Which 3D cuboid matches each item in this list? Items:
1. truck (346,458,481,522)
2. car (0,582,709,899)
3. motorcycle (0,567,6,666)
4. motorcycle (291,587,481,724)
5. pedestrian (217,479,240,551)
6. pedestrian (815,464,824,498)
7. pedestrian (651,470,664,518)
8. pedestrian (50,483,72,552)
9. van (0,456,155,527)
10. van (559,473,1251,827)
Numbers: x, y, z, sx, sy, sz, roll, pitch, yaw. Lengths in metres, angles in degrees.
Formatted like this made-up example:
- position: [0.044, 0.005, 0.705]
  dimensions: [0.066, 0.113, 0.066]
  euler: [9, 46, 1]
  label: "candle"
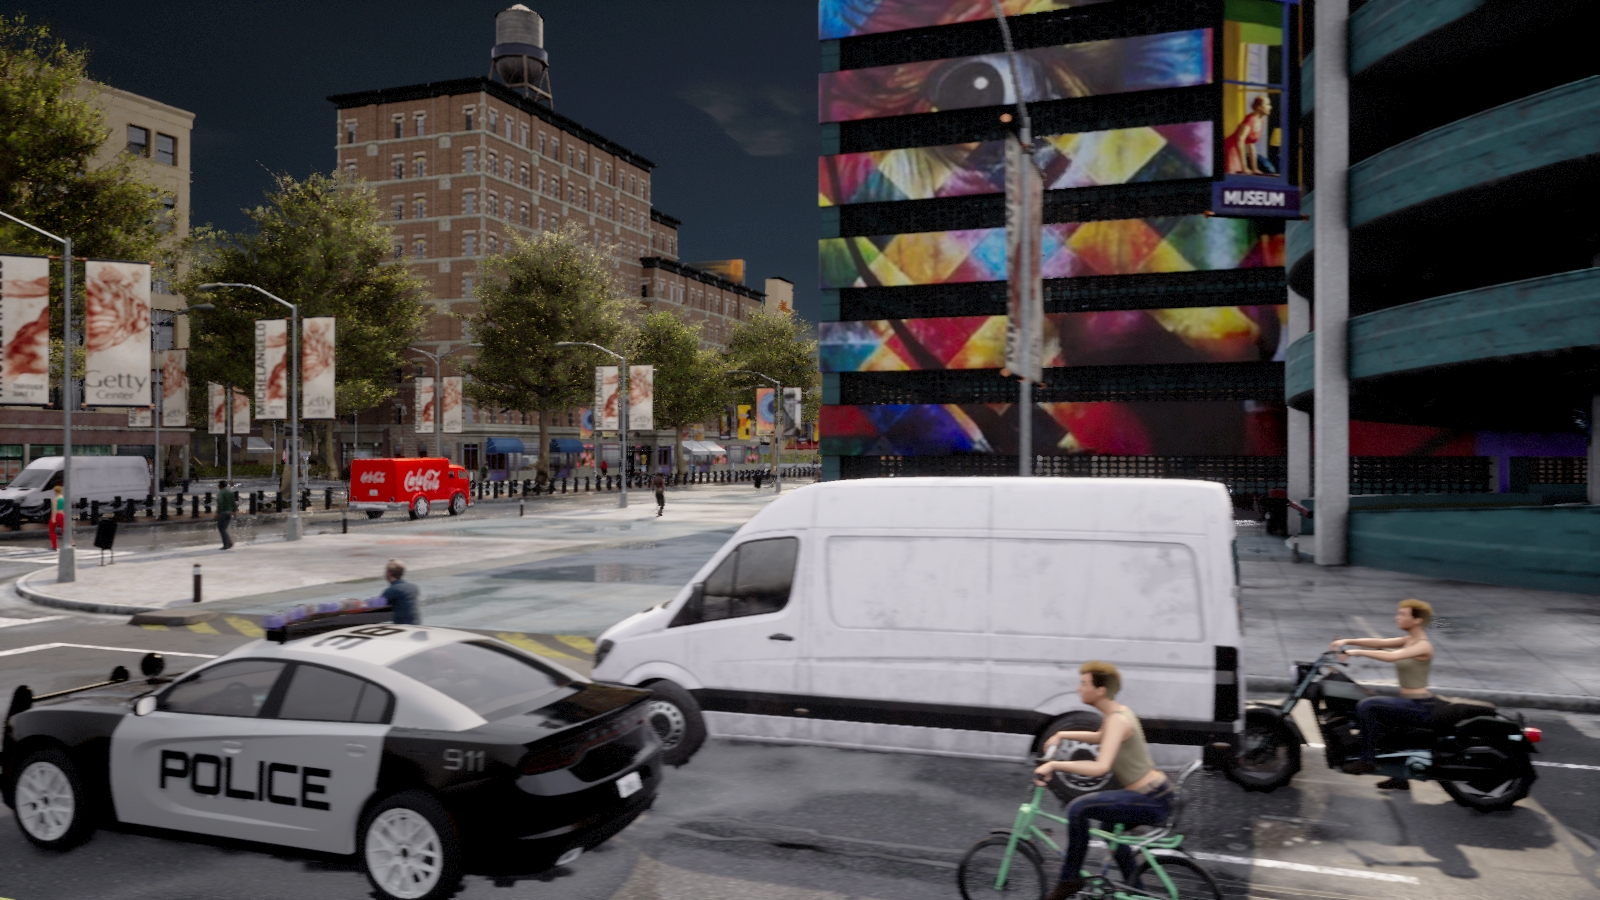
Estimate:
- position: [-15.896, 1.567, 47.328]
  dimensions: [2.627, 2.467, 5.204]
  euler: [0, 0, 21]
  label: "truck"
- position: [-3.482, 1.982, 8.199]
  dimensions: [5.238, 1.638, 2.097]
  euler: [0, 0, 20]
  label: "car"
- position: [-11.612, 2.169, 14.939]
  dimensions: [2.356, 1.277, 0.764]
  euler: [0, 0, 19]
  label: "motorcycle"
- position: [-4.476, 2.182, 12.375]
  dimensions: [1.805, 1.236, 0.856]
  euler: [0, 0, 20]
  label: "motorcycle"
- position: [-14.936, 1.695, 29.849]
  dimensions: [0.375, 1.860, 0.375]
  euler: [0, 0, 20]
  label: "pedestrian"
- position: [1.054, 1.696, 62.932]
  dimensions: [0.375, 1.860, 0.375]
  euler: [0, 0, 24]
  label: "pedestrian"
- position: [-5.517, 1.698, 44.281]
  dimensions: [0.375, 1.860, 0.375]
  euler: [0, 0, 20]
  label: "pedestrian"
- position: [-20.272, 1.848, 31.344]
  dimensions: [0.375, 1.860, 0.375]
  euler: [0, 0, 21]
  label: "pedestrian"
- position: [-28.866, 1.532, 45.215]
  dimensions: [1.988, 2.561, 5.915]
  euler: [0, 0, 20]
  label: "van"
- position: [0.910, 1.534, 10.452]
  dimensions: [5.915, 2.561, 1.988]
  euler: [0, 0, 19]
  label: "van"
